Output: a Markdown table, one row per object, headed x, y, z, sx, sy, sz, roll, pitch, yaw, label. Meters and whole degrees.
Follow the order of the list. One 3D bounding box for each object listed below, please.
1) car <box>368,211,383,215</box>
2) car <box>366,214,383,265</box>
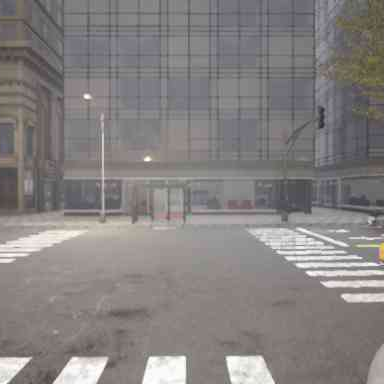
| x | y | z | sx | sy | sz | roll | pitch | yaw | label |
| --- | --- | --- | --- | --- | --- | --- | --- | --- | --- |
| 12.271 | 1.353 | 18.396 | 4.902 | 1.511 | 2.128 | 0 | 0 | 0 | car |
| 7.474 | 1.423 | 8.524 | 5.008 | 1.535 | 1.882 | -1 | -1 | -7 | car |
